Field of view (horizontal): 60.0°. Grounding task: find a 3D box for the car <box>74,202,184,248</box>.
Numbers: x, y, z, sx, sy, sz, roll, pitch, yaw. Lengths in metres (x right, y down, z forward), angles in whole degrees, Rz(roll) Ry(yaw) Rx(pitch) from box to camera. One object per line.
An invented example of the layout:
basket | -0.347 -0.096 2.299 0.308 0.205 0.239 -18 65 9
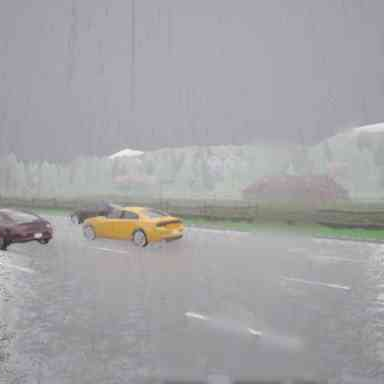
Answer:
car | -2.661 1.397 14.460 5.008 1.535 1.882 0 0 35

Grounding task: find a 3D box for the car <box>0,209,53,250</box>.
car | -7.572 1.419 13.660 4.674 1.442 1.812 1 0 35

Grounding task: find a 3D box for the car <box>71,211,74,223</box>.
car | -5.461 1.352 20.732 5.008 1.535 1.882 1 0 35
